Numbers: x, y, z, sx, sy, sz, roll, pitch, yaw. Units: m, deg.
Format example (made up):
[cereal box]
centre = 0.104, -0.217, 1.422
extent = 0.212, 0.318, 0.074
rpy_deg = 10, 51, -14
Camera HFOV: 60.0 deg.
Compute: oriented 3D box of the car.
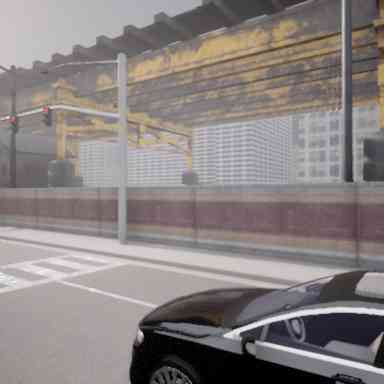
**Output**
[car]
centre = 1.567, 1.492, 2.875
extent = 4.902, 1.511, 2.128
rpy_deg = 0, 0, 36
